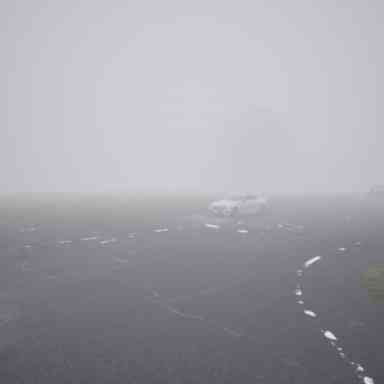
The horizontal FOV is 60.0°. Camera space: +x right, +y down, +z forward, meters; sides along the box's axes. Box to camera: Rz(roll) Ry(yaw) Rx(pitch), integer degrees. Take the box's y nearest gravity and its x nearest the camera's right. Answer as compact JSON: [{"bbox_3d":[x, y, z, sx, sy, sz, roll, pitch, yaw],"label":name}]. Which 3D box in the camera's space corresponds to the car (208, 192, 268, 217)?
[{"bbox_3d":[3.110,0.776,21.587,4.674,1.442,1.812,-3,5,-43],"label":"car"}]

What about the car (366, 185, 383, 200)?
[{"bbox_3d":[22.856,-0.084,40.283,4.553,1.767,2.097,-1,4,-43],"label":"car"}]
